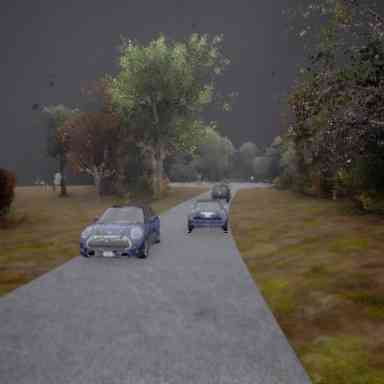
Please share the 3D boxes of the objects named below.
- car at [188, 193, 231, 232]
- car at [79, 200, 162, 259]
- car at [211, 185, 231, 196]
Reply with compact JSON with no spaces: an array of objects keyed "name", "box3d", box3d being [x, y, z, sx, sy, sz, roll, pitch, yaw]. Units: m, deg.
[{"name":"car","box3d":[0.955,1.159,18.918,2.097,1.767,4.553,0,1,4]},{"name":"car","box3d":[-2.426,1.259,12.324,2.097,1.767,4.553,1,1,3]},{"name":"car","box3d":[3.657,0.106,41.470,2.150,2.045,5.566,1,3,9]}]
